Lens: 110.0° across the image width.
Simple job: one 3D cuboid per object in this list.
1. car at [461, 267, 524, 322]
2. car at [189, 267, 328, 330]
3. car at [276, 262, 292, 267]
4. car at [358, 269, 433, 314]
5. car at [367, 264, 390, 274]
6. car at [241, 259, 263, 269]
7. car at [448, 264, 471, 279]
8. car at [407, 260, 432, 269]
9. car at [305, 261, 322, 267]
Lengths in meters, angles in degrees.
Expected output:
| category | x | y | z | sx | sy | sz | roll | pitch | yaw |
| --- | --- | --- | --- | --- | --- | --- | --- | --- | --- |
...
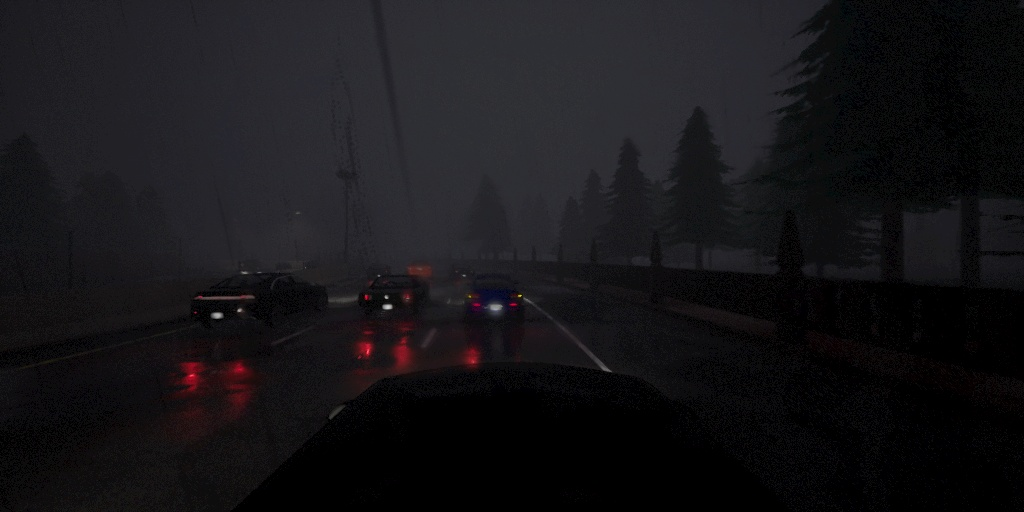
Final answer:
| category | x | y | z | sx | sy | sz | roll | pitch | yaw |
| --- | --- | --- | --- | --- | --- | --- | --- | --- | --- |
| car | -0.675 | 1.279 | 12.332 | 1.812 | 1.442 | 4.674 | 0 | 0 | -5 |
| car | -7.585 | 1.270 | 11.361 | 2.128 | 1.511 | 4.902 | 0 | 0 | -5 |
| car | -33.267 | 1.477 | 52.299 | 1.895 | 1.301 | 4.718 | 0 | 0 | -33 |
| car | -4.308 | 1.368 | 13.876 | 1.895 | 1.301 | 4.718 | 0 | 0 | -7 |
| car | -12.081 | 1.398 | 32.721 | 1.895 | 1.301 | 4.718 | 0 | 0 | -18 |
| car | -34.743 | 1.233 | 47.975 | 2.097 | 1.767 | 4.553 | 0 | 0 | -32 |
| car | -4.646 | 1.370 | 32.301 | 1.895 | 1.301 | 4.718 | 0 | 0 | -17 |
| car | -8.316 | 1.135 | 32.211 | 2.097 | 1.767 | 4.553 | 0 | 0 | -16 |
| car | -27.802 | 1.420 | 50.085 | 1.994 | 1.385 | 4.181 | 0 | 0 | -30 |
